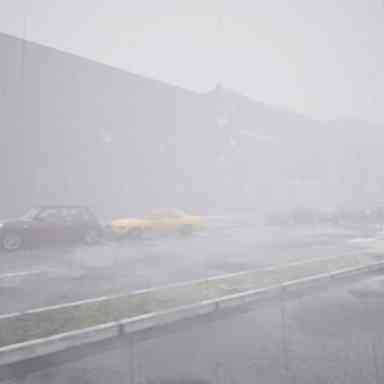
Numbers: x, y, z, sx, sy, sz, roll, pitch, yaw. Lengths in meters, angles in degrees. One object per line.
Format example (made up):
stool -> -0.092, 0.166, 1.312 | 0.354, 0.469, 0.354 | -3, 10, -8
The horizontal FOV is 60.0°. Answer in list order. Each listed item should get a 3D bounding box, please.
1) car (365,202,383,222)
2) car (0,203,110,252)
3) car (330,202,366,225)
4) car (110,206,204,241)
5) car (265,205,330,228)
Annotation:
car -> 16.138, 1.677, 30.134 | 4.553, 1.767, 2.185 | 1, 0, -36
car -> -6.153, 1.356, 14.030 | 4.553, 1.767, 2.185 | 1, 0, -36
car -> 11.736, 1.779, 26.954 | 4.674, 1.452, 2.002 | 1, 0, -36
car -> -1.849, 1.541, 17.136 | 5.366, 1.575, 1.946 | 1, 0, -36
car -> 7.262, 1.676, 23.720 | 4.892, 1.521, 2.231 | 1, 0, -36
